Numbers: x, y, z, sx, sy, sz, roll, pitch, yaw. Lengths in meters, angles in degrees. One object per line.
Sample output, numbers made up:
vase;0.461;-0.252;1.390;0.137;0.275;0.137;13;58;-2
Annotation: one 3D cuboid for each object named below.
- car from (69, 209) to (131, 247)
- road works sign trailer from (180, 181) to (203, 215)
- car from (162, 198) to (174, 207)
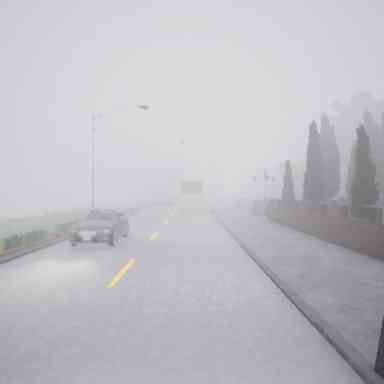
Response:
car;-4.101;1.551;15.424;2.128;1.511;4.902;0;0;0
road works sign trailer;-0.006;0.601;35.891;2.380;3.560;2.880;0;0;0
car;-4.052;1.767;57.649;2.033;1.411;5.357;0;0;1
